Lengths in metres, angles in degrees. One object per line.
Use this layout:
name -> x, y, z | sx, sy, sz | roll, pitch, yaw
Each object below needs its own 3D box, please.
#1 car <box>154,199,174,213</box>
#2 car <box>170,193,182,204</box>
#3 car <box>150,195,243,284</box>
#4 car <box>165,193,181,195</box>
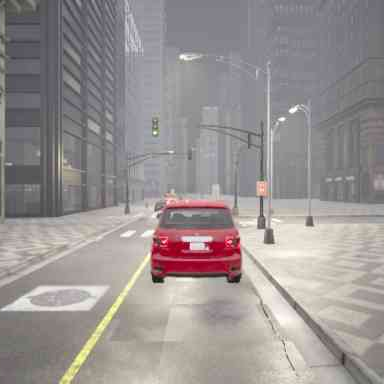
car -> -3.114, 1.576, 37.859 | 1.994, 1.385, 4.181 | 0, 0, 0
car -> -3.073, 1.252, 64.429 | 2.150, 2.045, 5.566 | 0, 0, 0
car -> 0.097, 1.226, 9.687 | 2.150, 2.045, 5.566 | 0, 0, 0
car -> -3.116, 1.240, 48.796 | 2.150, 2.045, 5.566 | 0, 0, 0
